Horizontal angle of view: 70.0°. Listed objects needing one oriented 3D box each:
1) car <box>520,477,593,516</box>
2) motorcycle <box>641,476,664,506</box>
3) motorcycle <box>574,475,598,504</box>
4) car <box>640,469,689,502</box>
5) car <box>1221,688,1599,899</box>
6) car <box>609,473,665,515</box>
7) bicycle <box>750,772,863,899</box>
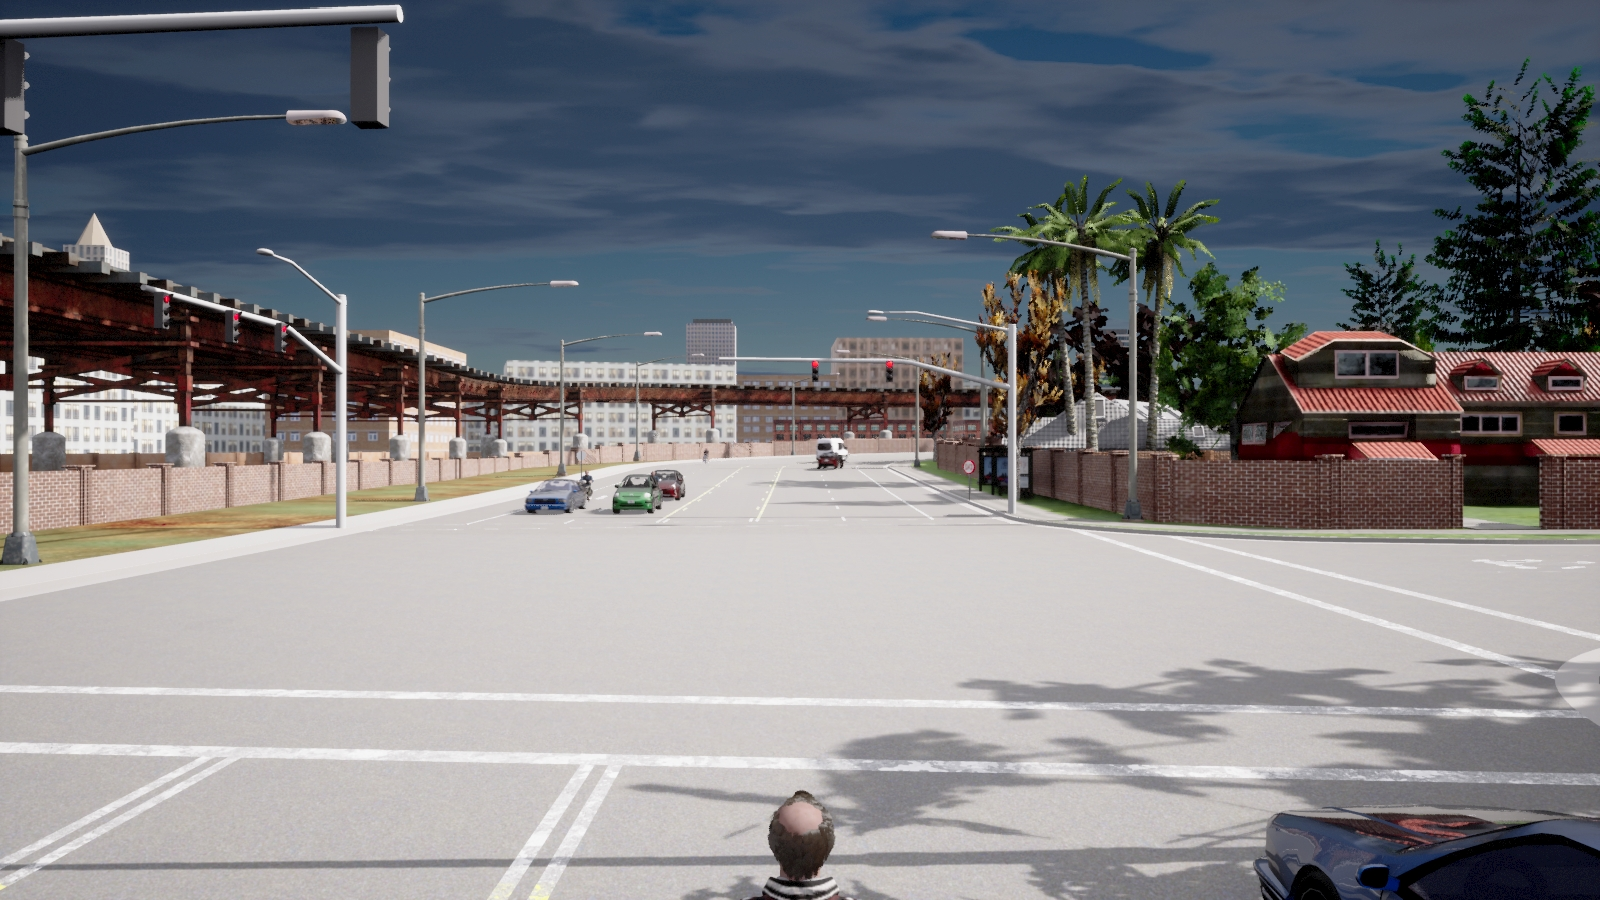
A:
[{"bbox_3d":[-10.532,1.986,49.771,2.033,1.411,5.357,0,1,0],"label":"car"},{"bbox_3d":[-7.053,1.948,54.743,0.856,1.341,1.805,0,1,0],"label":"motorcycle"},{"bbox_3d":[-10.476,1.934,55.989,0.856,1.341,1.805,0,1,1],"label":"motorcycle"},{"bbox_3d":[-7.040,1.800,59.633,2.007,1.525,4.514,0,1,0],"label":"car"},{"bbox_3d":[3.467,2.106,4.038,2.033,1.411,5.357,0,0,1],"label":"car"},{"bbox_3d":[-7.031,1.879,49.551,1.851,1.617,3.988,0,1,0],"label":"car"},{"bbox_3d":[0.019,2.048,3.681,0.329,1.496,1.835,0,0,0],"label":"bicycle"}]
